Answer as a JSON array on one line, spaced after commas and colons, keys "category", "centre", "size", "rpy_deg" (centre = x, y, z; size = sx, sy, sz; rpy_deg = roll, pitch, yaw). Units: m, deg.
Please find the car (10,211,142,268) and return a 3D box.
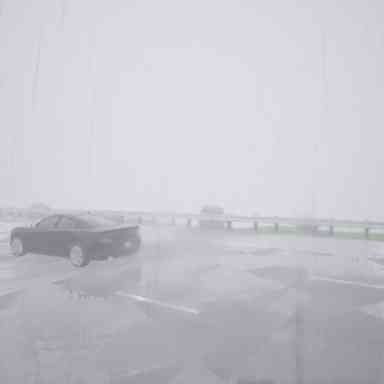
[{"category": "car", "centre": [-3.954, 1.375, 10.967], "size": [5.008, 1.535, 1.882], "rpy_deg": [0, 0, 32]}]
